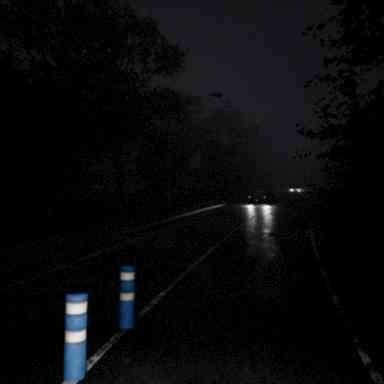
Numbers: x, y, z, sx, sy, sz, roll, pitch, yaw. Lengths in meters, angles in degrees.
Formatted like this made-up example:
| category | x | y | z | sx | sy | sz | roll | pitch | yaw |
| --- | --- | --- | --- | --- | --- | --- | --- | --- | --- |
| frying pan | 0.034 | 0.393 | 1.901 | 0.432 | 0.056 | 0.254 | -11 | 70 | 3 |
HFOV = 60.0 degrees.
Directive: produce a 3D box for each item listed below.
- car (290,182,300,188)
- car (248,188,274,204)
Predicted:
| category | x | y | z | sx | sy | sz | roll | pitch | yaw |
| --- | --- | --- | --- | --- | --- | --- | --- | --- | --- |
| car | 21.961 | -1.458 | 71.126 | 1.895 | 1.301 | 4.718 | 1 | 3 | 15 |
| car | 6.932 | 0.368 | 33.063 | 1.812 | 1.442 | 4.674 | 0 | 3 | 24 |
